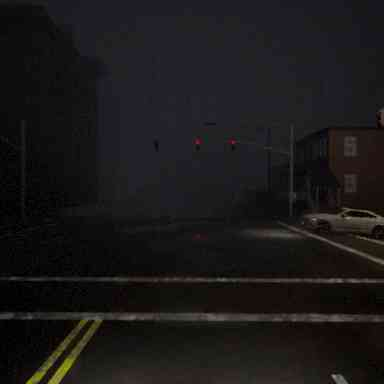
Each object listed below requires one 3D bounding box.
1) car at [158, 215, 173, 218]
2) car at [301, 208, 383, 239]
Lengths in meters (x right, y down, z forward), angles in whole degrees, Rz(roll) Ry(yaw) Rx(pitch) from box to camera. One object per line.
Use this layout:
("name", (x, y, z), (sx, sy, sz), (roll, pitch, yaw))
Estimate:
("car", (-3.547, 3.845, 46.002), (2.033, 1.411, 5.357), (0, -12, 0))
("car", (8.316, 1.578, 17.862), (4.674, 1.442, 1.812), (5, 0, 1))
